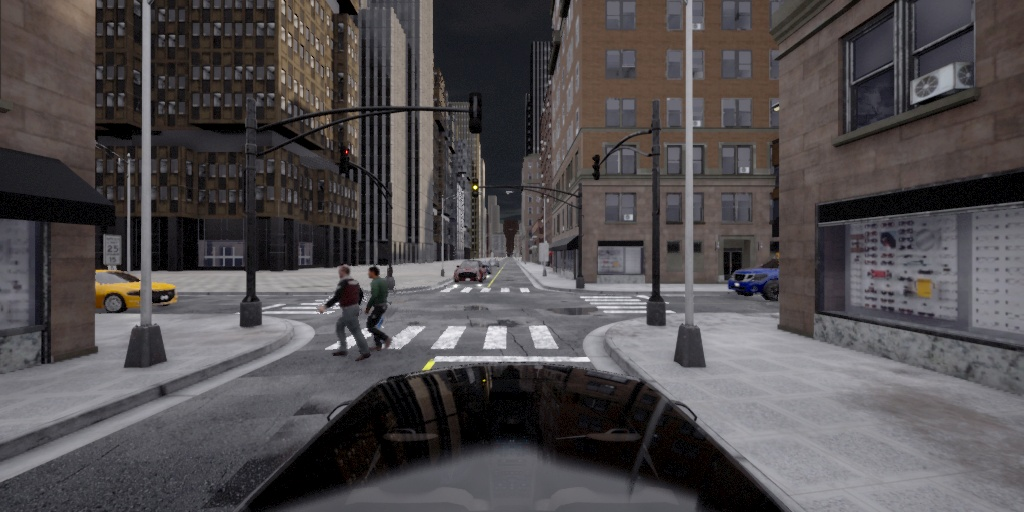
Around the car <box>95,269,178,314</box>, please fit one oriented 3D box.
[{"bbox_3d":[-15.362,1.232,13.272,5.008,1.535,1.882,1,0,0],"label":"car"}]

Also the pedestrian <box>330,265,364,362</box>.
[{"bbox_3d":[-3.127,1.044,6.816,0.375,1.860,0.375,0,0,0],"label":"pedestrian"}]

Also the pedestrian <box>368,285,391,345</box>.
[{"bbox_3d":[-2.995,1.324,8.113,0.375,1.300,0.375,0,0,0],"label":"pedestrian"}]

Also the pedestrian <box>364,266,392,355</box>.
[{"bbox_3d":[-2.807,1.045,7.512,0.375,1.860,0.375,0,0,0],"label":"pedestrian"}]

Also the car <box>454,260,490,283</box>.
[{"bbox_3d":[-3.156,1.103,27.840,2.097,1.767,4.553,0,0,0],"label":"car"}]

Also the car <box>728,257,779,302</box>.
[{"bbox_3d":[13.250,0.969,16.728,5.566,2.045,2.150,0,0,-1],"label":"car"}]

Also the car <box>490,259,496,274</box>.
[{"bbox_3d":[-3.173,1.297,39.360,2.033,1.411,5.357,0,0,0],"label":"car"}]

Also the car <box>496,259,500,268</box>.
[{"bbox_3d":[-3.135,1.242,61.267,2.128,1.511,4.902,0,0,0],"label":"car"}]
